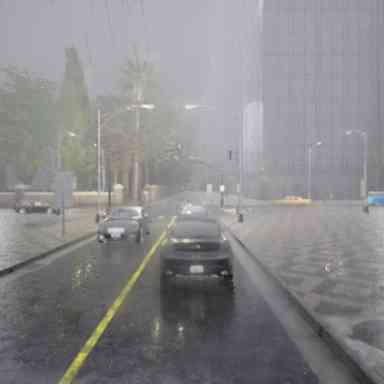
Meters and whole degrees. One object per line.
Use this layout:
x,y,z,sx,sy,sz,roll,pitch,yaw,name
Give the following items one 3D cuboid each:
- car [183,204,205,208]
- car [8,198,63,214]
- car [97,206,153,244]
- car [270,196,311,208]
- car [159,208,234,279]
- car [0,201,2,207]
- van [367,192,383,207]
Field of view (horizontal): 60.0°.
0.133,1.460,21.041,2.033,1.411,5.357,0,0,1,car
-14.869,1.485,32.371,4.403,1.369,2.008,0,1,0,car
-2.989,1.432,15.568,2.128,1.511,4.902,0,0,1,car
12.008,1.165,40.683,4.829,1.417,1.752,-1,1,0,car
0.118,1.470,9.882,1.837,1.490,4.892,0,0,0,car
-25.863,1.447,40.984,4.403,1.369,2.008,0,1,0,car
23.416,0.862,40.589,3.998,1.788,1.690,-1,1,0,van
